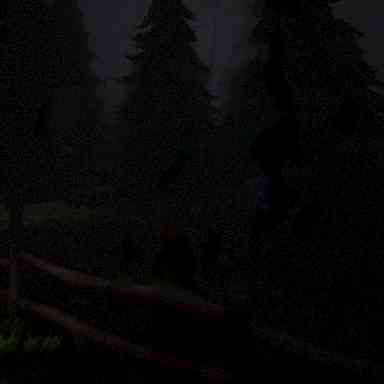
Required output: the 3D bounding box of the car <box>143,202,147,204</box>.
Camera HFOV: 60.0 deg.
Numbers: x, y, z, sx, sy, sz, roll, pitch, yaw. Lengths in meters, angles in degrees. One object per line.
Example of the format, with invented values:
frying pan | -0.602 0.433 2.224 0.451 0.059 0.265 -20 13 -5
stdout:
car | -7.458 0.894 35.745 5.566 2.045 2.150 0 0 -22
